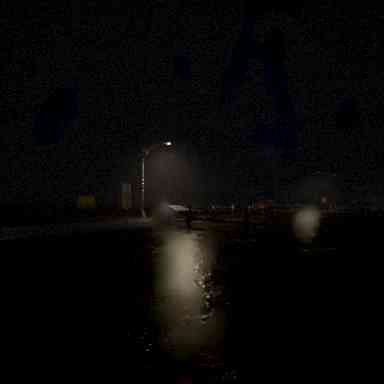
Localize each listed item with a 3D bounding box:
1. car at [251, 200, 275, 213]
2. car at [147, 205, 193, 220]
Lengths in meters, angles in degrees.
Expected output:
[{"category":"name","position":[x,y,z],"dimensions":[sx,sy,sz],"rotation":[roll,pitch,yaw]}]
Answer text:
[{"category":"car","position":[11.123,2.217,51.578],"dimensions":[2.150,2.045,5.566],"rotation":[0,-2,36]},{"category":"car","position":[-2.054,1.990,33.250],"dimensions":[2.033,1.411,5.357],"rotation":[0,-1,35]}]
